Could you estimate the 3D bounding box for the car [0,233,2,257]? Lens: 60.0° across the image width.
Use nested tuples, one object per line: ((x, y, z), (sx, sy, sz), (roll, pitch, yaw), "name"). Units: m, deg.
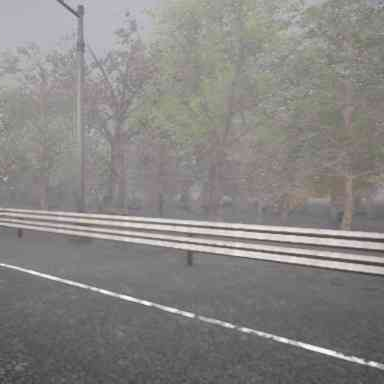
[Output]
((-7.604, 1.182, 9.467), (5.566, 2.045, 2.150), (0, 0, 36), "car")
